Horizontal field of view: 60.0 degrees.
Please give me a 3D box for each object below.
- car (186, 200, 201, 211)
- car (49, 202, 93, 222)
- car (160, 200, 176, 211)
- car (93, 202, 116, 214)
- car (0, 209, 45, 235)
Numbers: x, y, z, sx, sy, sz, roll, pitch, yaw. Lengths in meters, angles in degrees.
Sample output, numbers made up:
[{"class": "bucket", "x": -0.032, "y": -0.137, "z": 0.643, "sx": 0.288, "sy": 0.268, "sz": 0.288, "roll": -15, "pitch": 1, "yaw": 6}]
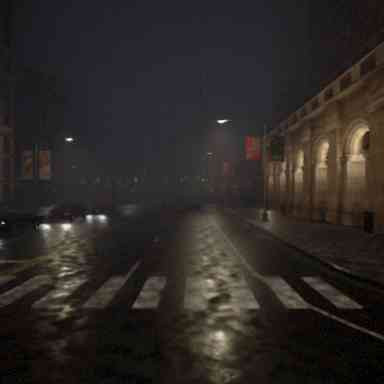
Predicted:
[{"class": "car", "x": 0.206, "y": 1.779, "z": 45.327, "sx": 2.128, "sy": 1.511, "sz": 4.902, "roll": 0, "pitch": 0, "yaw": 1}, {"class": "car", "x": -10.534, "y": 1.659, "z": 28.653, "sx": 1.882, "sy": 1.535, "sz": 5.008, "roll": 0, "pitch": 0, "yaw": 1}, {"class": "car", "x": -3.293, "y": 1.779, "z": 45.363, "sx": 2.128, "sy": 1.511, "sz": 4.902, "roll": 0, "pitch": 0, "yaw": 1}, {"class": "car", "x": -10.378, "y": 1.847, "z": 38.934, "sx": 1.895, "sy": 1.301, "sz": 4.718, "roll": 0, "pitch": 0, "yaw": 1}, {"class": "car", "x": -10.595, "y": 1.725, "z": 19.568, "sx": 1.895, "sy": 1.301, "sz": 4.718, "roll": 0, "pitch": 0, "yaw": 0}]
